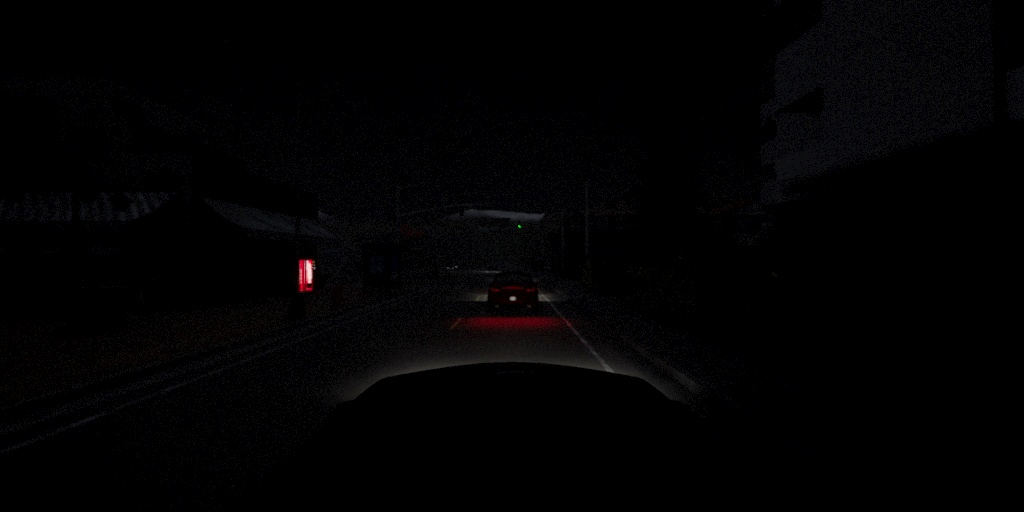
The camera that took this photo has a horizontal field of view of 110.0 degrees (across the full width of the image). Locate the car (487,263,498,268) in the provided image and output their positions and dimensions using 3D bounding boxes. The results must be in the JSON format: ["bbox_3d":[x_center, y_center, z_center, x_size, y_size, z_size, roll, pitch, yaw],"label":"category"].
[{"bbox_3d":[-3.509,1.978,64.735,1.812,1.442,4.674,0,-1,1],"label":"car"}]

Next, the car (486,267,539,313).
[{"bbox_3d":[0.053,1.375,14.927,1.882,1.535,5.008,0,-1,0],"label":"car"}]
